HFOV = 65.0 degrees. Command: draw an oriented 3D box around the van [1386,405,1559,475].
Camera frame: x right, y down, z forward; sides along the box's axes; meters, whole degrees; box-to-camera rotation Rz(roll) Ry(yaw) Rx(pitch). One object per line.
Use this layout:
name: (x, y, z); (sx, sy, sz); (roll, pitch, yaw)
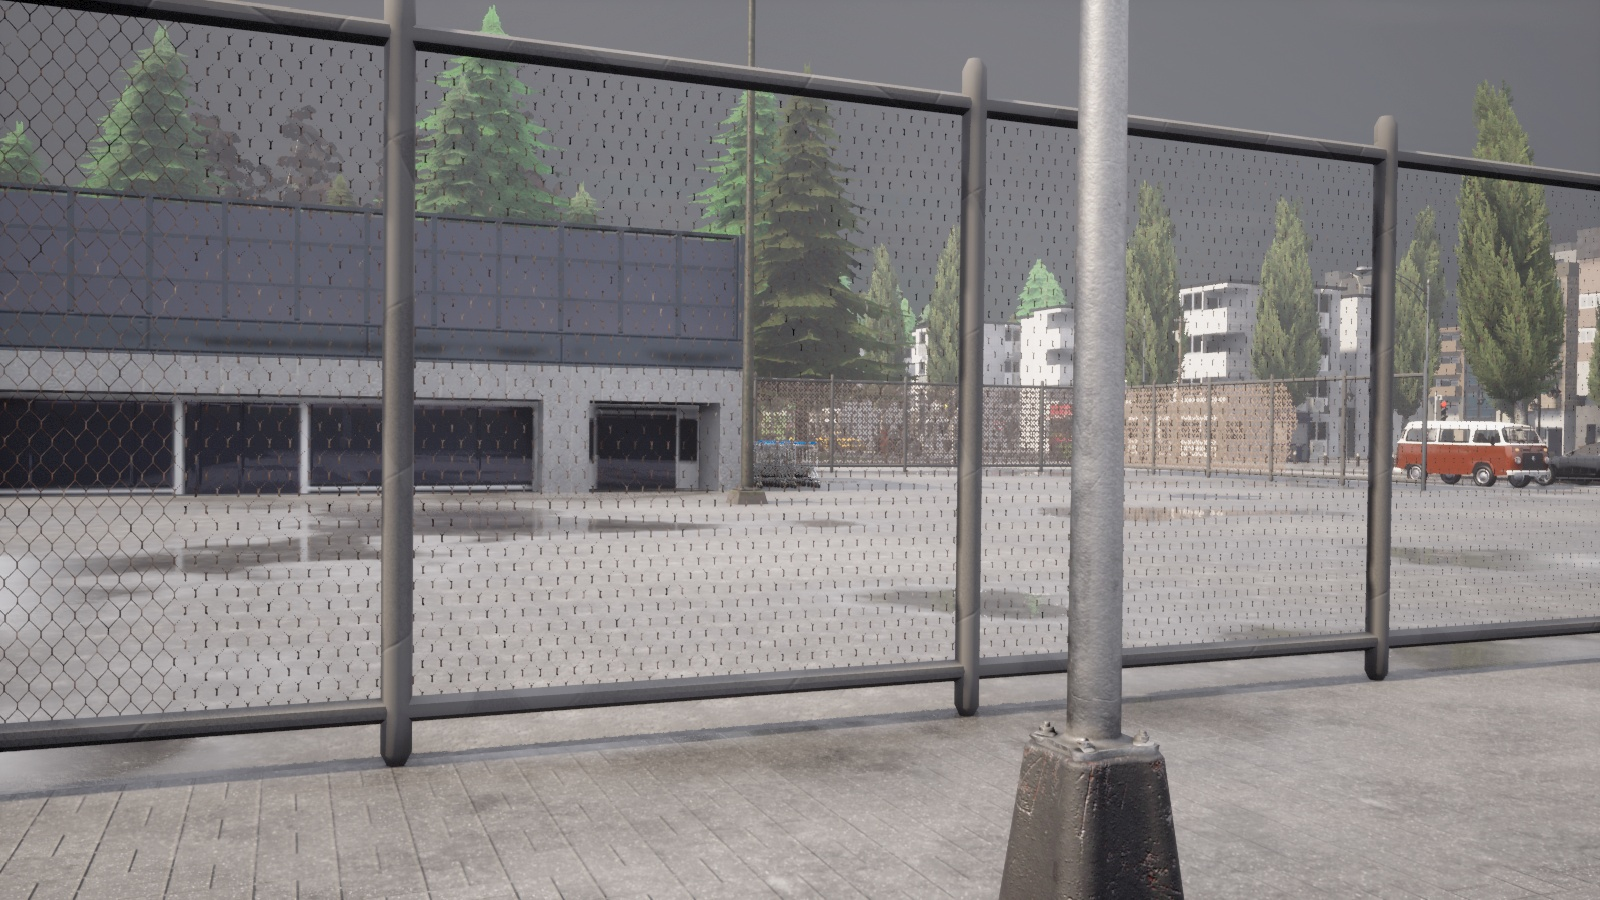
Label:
van: (20.856, -0.341, 39.153); (2.069, 2.038, 4.480); (-1, 1, -22)

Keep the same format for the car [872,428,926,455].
car: (5.938, -0.520, 75.749); (1.789, 1.549, 3.705); (-1, 1, -21)

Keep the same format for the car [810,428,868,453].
car: (2.559, -0.657, 83.993); (1.801, 1.575, 5.366); (-1, 1, -22)

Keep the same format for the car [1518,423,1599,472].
car: (25.242, -0.109, 39.003); (2.163, 1.488, 4.792); (-1, 1, -22)
